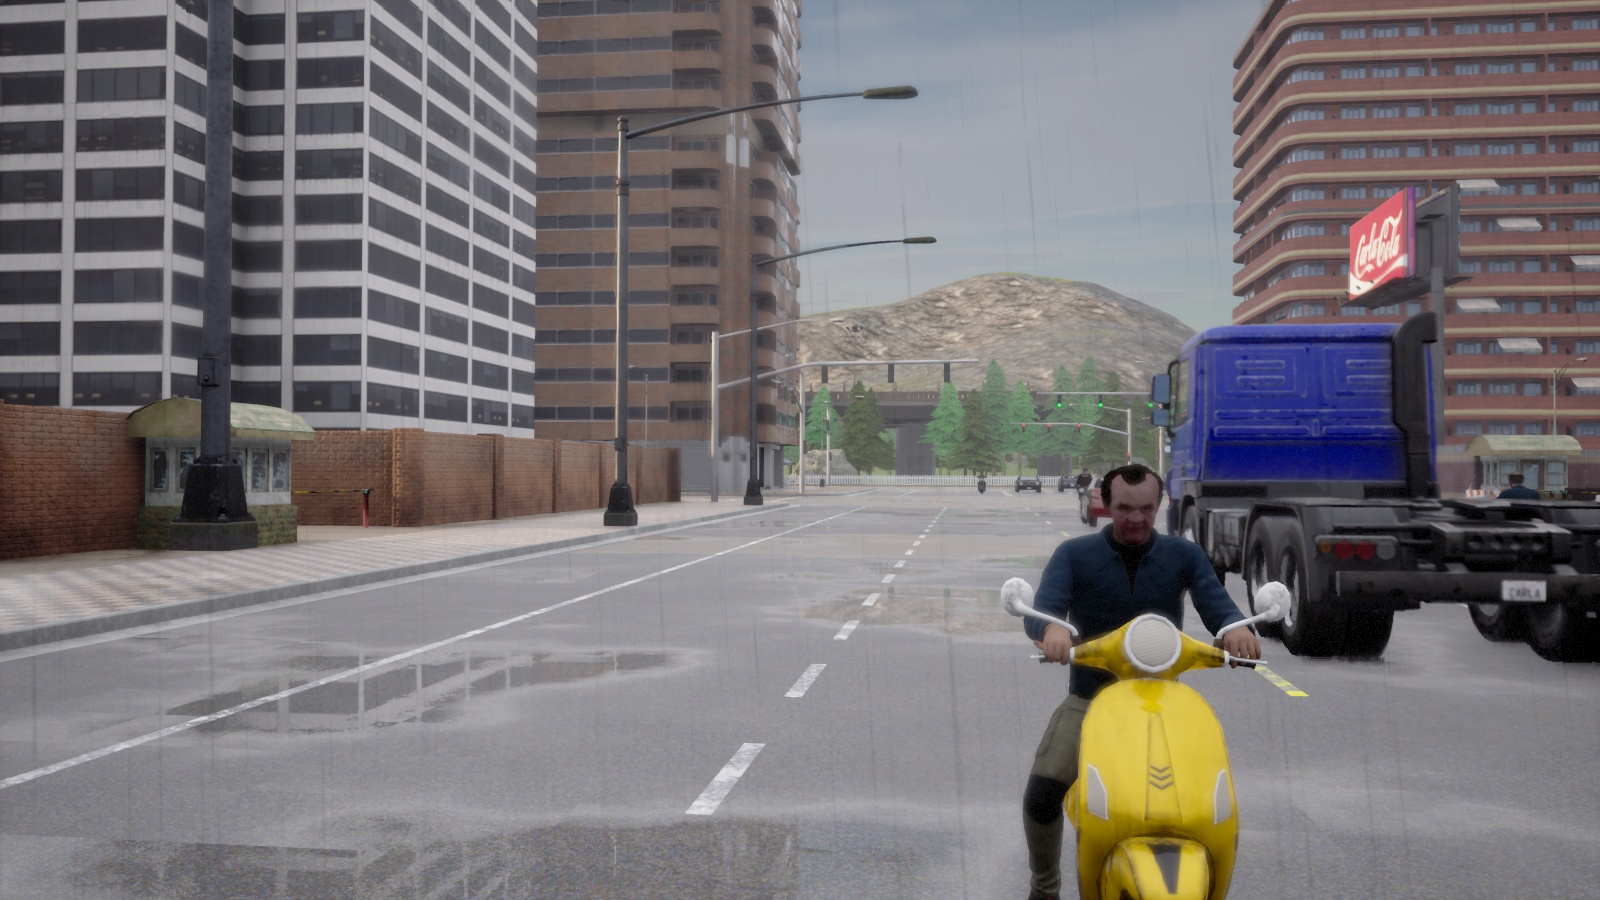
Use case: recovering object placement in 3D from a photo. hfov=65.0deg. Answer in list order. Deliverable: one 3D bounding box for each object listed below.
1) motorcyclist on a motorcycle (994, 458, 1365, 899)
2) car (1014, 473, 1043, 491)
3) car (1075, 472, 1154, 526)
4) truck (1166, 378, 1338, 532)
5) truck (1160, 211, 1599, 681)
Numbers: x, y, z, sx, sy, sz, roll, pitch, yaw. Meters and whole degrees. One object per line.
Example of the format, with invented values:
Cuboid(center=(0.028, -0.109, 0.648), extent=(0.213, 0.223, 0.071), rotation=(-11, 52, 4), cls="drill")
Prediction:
Cuboid(center=(1.080, 0.831, 4.042), extent=(0.866, 1.590, 1.817), rotation=(0, -1, 8), cls="motorcyclist on a motorcycle")
Cuboid(center=(17.337, 2.444, 95.418), extent=(1.895, 1.301, 4.718), rotation=(0, -1, 8), cls="car")
Cuboid(center=(9.194, 1.410, 36.935), extent=(1.845, 1.501, 3.633), rotation=(0, -1, 8), cls="car")
Cuboid(center=(12.551, 0.198, 35.719), extent=(2.891, 3.827, 8.468), rotation=(0, -1, 8), cls="truck")
Cuboid(center=(5.891, 0.031, 13.258), extent=(2.891, 3.462, 7.936), rotation=(0, -1, 8), cls="truck")
